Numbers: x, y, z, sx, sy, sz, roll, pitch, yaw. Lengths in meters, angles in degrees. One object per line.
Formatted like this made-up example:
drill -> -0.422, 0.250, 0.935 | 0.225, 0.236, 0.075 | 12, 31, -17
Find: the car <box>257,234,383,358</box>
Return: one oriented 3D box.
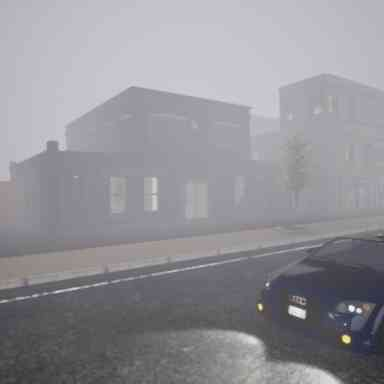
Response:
car -> 3.109, 1.491, 5.869 | 4.181, 1.385, 1.994 | -1, 1, -35
